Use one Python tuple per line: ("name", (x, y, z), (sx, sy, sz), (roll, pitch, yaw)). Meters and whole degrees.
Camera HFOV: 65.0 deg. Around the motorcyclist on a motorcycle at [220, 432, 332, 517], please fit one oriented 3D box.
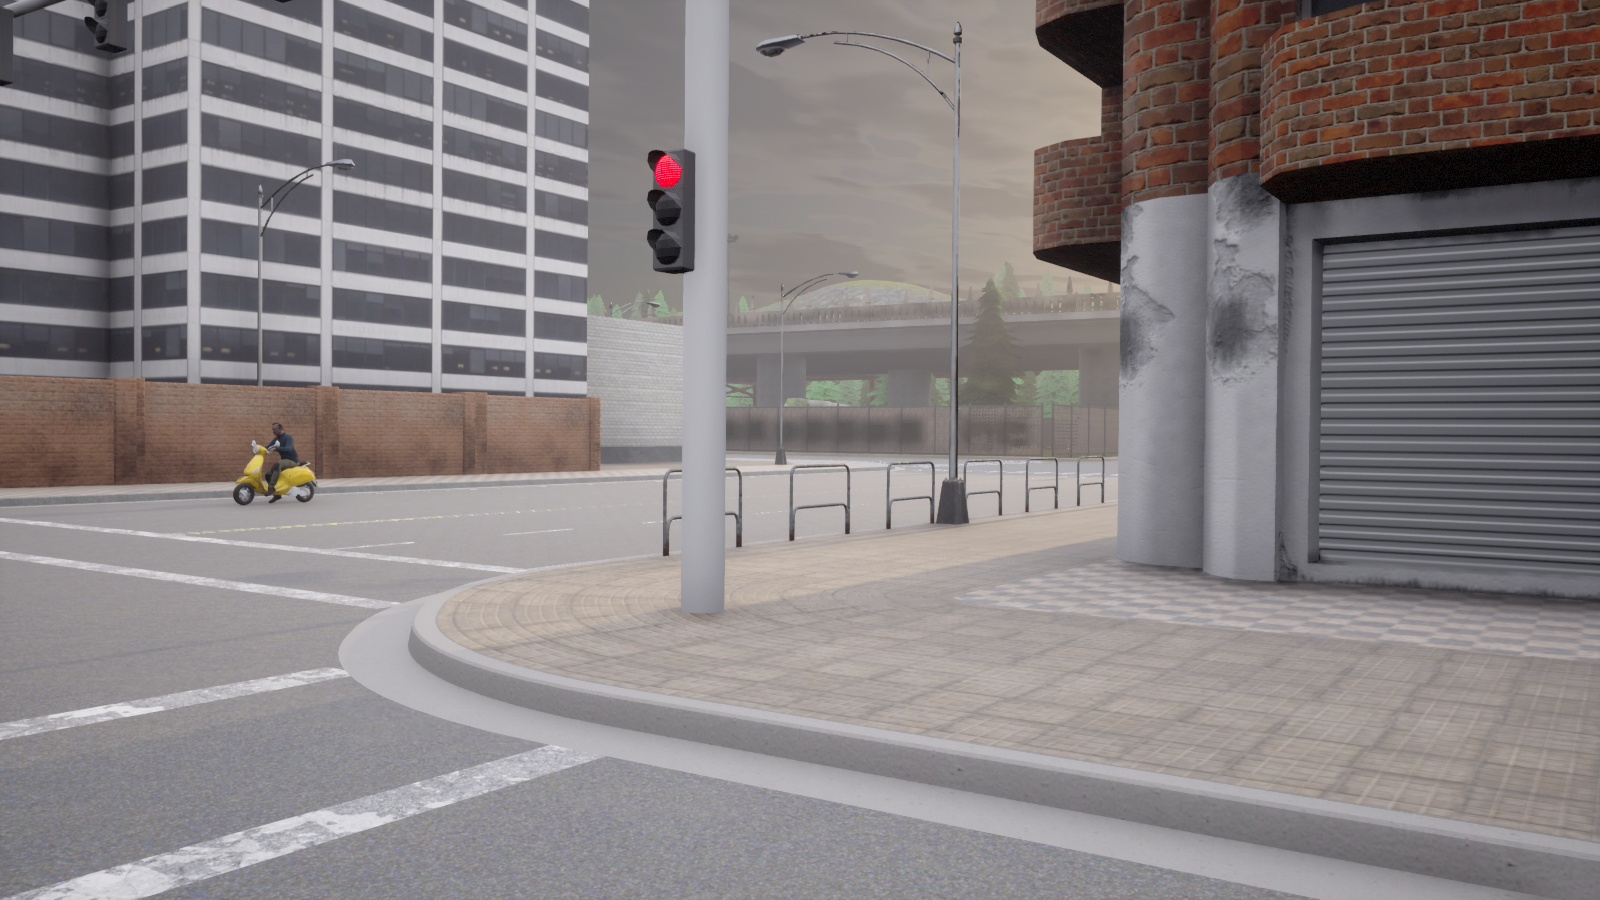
("motorcyclist on a motorcycle", (-10.189, 0.443, 24.478), (0.866, 1.590, 1.817), (0, 1, 33))
